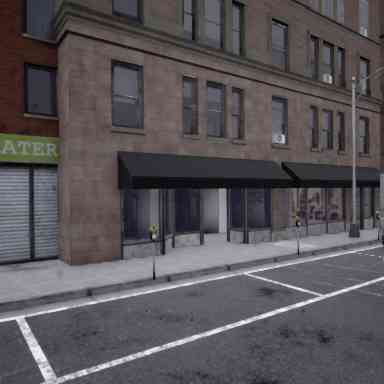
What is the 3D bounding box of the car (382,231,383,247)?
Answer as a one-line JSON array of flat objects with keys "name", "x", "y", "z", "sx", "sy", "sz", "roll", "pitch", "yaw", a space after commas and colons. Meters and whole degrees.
[{"name": "car", "x": 9.217, "y": 1.540, "z": 13.116, "sx": 4.507, "sy": 1.381, "sz": 1.887, "roll": 0, "pitch": -1, "yaw": -35}]
